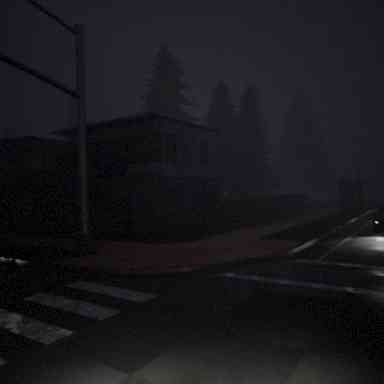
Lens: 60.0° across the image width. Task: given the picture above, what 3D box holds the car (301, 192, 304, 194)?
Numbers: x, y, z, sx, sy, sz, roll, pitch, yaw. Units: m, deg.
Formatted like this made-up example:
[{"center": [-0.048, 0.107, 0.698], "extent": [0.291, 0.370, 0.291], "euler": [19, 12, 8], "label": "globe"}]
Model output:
[{"center": [24.053, 0.199, 74.177], "extent": [1.932, 1.855, 4.605], "euler": [-2, 0, 33], "label": "car"}]

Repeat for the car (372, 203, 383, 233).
[{"center": [10.283, 1.193, 16.608], "extent": [2.033, 1.411, 5.357], "euler": [-2, 0, 35], "label": "car"}]
